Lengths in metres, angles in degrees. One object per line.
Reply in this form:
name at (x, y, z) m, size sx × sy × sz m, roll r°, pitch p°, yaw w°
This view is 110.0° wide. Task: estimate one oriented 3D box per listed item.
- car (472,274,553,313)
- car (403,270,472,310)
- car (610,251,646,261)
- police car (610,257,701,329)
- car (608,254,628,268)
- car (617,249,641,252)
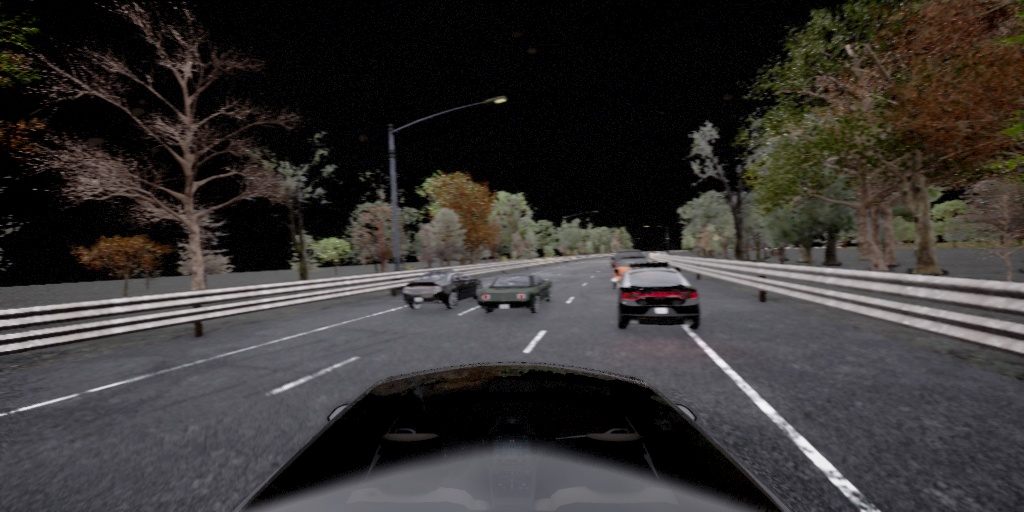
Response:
car at (0.341, 1.332, 13.819) m, size 1.895 × 1.301 × 4.718 m, roll -3°, pitch 0°, yaw 16°
car at (-2.795, 1.367, 15.580) m, size 2.128 × 1.511 × 4.902 m, roll -3°, pitch 0°, yaw 16°
car at (6.661, 0.791, 19.863) m, size 2.097 × 1.767 × 4.553 m, roll -3°, pitch 0°, yaw 16°
police car at (4.006, 0.987, 10.498) m, size 1.930 × 1.638 × 5.238 m, roll -3°, pitch 0°, yaw 16°
car at (13.536, 0.627, 45.573) m, size 2.128 × 1.511 × 4.902 m, roll -3°, pitch 0°, yaw 19°
car at (8.348, 0.588, 25.602) m, size 2.150 × 2.045 × 5.566 m, roll -3°, pitch 0°, yaw 17°
